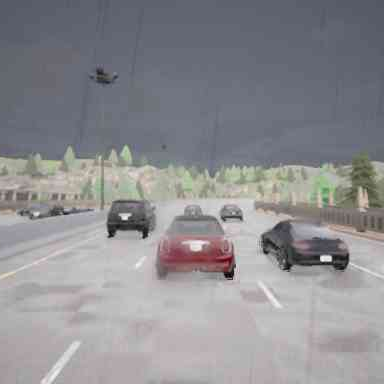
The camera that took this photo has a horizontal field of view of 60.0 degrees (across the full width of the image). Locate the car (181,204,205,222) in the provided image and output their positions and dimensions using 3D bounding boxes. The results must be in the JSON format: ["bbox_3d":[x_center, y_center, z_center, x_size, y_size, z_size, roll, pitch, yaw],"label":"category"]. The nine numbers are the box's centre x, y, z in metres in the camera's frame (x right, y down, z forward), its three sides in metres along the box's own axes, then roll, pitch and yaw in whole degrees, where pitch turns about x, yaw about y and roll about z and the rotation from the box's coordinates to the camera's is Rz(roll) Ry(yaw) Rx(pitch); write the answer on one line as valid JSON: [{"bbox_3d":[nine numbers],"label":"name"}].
[{"bbox_3d":[0.103,1.906,31.160,2.033,1.411,5.357,0,-1,0],"label":"car"}]

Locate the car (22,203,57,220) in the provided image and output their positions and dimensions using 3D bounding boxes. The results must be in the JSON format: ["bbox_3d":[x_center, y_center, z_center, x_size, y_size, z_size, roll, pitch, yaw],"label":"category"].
[{"bbox_3d":[-14.073,1.865,32.555,2.128,1.511,4.902,0,-1,0],"label":"car"}]

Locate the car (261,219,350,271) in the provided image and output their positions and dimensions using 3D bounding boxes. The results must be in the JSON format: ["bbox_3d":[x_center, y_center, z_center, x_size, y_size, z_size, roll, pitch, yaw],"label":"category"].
[{"bbox_3d":[3.601,1.649,11.239,1.812,1.442,4.674,0,-1,0],"label":"car"}]

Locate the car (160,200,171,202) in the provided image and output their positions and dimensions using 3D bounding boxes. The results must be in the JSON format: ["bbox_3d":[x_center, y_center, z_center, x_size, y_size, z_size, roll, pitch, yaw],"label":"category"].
[{"bbox_3d":[-5.961,2.344,71.030,2.033,1.411,5.357,0,-1,16],"label":"car"}]

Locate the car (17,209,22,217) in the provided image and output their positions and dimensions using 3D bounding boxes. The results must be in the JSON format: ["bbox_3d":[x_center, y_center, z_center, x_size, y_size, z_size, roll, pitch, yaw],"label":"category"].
[{"bbox_3d":[-17.561,1.981,37.605,2.033,1.411,5.357,0,-1,1],"label":"car"}]

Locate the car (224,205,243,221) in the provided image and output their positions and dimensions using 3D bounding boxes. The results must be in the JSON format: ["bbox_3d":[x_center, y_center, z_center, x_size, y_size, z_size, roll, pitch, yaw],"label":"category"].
[{"bbox_3d":[3.608,1.906,31.128,2.033,1.411,5.357,0,-1,0],"label":"car"}]

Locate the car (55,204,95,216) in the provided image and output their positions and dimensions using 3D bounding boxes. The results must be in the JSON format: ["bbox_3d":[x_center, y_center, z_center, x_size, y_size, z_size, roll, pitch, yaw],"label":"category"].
[{"bbox_3d":[-10.591,1.955,30.862,1.895,1.301,4.718,0,-1,0],"label":"car"}]

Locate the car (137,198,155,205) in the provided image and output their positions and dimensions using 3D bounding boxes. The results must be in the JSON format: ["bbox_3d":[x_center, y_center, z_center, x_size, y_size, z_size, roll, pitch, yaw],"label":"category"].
[{"bbox_3d":[-10.847,2.300,78.403,2.128,1.511,4.902,0,-1,19],"label":"car"}]

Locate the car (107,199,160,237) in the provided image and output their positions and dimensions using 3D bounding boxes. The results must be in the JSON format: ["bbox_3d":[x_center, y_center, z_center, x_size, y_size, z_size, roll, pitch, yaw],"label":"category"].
[{"bbox_3d":[-3.398,1.442,19.513,2.150,2.045,5.566,0,-1,0],"label":"car"}]

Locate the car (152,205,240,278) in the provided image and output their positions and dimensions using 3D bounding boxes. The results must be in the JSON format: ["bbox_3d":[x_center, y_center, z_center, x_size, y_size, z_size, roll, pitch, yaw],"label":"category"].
[{"bbox_3d":[0.101,1.468,10.647,2.097,1.767,4.553,0,-1,0],"label":"car"}]

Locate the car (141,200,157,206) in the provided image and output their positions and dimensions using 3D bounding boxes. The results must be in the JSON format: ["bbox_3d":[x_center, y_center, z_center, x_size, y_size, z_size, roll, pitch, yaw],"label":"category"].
[{"bbox_3d":[-9.252,2.376,72.223,1.994,1.385,4.181,0,-1,16],"label":"car"}]
